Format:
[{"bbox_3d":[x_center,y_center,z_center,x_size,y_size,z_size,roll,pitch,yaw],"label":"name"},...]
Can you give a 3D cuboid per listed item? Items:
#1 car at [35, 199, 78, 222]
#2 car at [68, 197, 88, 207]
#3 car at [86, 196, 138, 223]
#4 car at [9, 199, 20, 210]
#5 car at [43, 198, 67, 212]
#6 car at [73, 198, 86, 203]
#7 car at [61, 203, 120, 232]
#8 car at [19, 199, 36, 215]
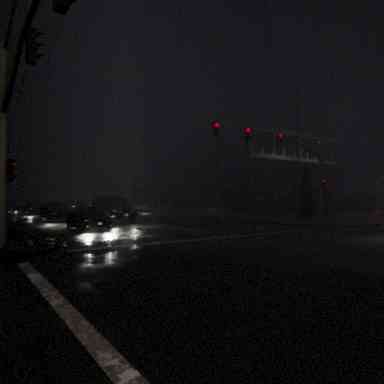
[{"bbox_3d":[-11.493,1.573,28.018,1.882,1.535,5.008,1,-1,-35],"label":"car"},{"bbox_3d":[-20.250,1.716,58.960,1.882,1.535,5.008,1,-1,-36],"label":"car"},{"bbox_3d":[-6.429,1.356,26.919,2.150,2.045,5.566,1,-1,-35],"label":"car"},{"bbox_3d":[-22.797,1.634,44.077,1.812,1.442,4.674,1,-1,-35],"label":"car"},{"bbox_3d":[-17.773,1.624,43.004,1.882,1.535,5.008,1,-1,-35],"label":"car"},{"bbox_3d":[-11.992,1.492,34.795,2.097,1.767,4.553,1,-1,-35],"label":"car"},{"bbox_3d":[-6.455,1.654,20.871,1.994,1.385,4.181,1,-1,-35],"label":"car"},{"bbox_3d":[-16.858,1.627,35.634,1.812,1.442,4.674,1,-1,-36],"label":"car"}]
